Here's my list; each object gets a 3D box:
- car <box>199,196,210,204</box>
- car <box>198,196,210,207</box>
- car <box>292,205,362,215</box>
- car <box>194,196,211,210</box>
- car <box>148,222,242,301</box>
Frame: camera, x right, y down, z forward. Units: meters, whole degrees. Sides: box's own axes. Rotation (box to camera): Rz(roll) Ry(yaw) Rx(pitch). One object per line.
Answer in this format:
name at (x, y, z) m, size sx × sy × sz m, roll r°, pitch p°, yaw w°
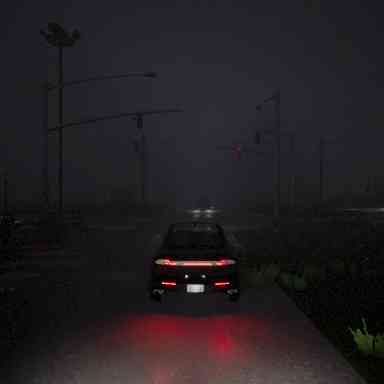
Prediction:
car at (2.435, 1.529, 62.049) m, size 1.994 × 1.385 × 4.181 m, roll 0°, pitch 0°, yaw 3°
car at (1.902, 1.443, 52.107) m, size 1.882 × 1.535 × 5.008 m, roll 0°, pitch 0°, yaw 3°
car at (9.551, 1.573, 23.087) m, size 4.718 × 1.301 × 1.895 m, roll -1°, pitch 0°, yaw 4°
car at (1.429, 1.491, 42.899) m, size 1.812 × 1.442 × 4.674 m, roll 0°, pitch 0°, yaw 3°
car at (0.080, 1.492, 8.314) m, size 2.128 × 1.511 × 4.902 m, roll 0°, pitch 0°, yaw 0°
